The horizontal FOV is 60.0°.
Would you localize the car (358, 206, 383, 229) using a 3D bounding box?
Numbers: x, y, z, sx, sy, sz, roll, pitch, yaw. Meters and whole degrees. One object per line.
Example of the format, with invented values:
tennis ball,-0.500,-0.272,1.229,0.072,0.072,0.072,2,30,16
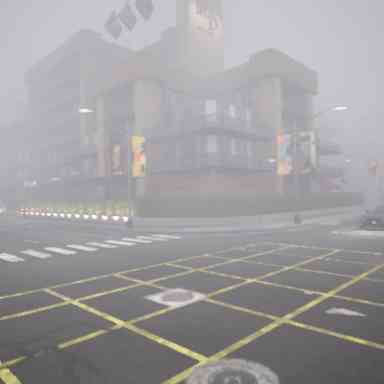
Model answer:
car,12.029,1.584,20.910,1.994,1.385,4.181,-2,-1,45
